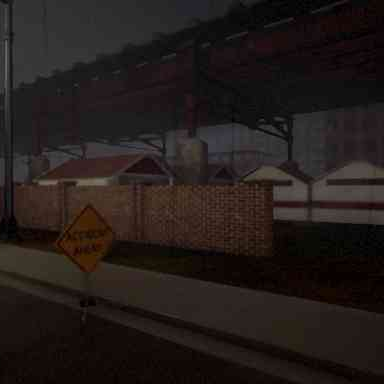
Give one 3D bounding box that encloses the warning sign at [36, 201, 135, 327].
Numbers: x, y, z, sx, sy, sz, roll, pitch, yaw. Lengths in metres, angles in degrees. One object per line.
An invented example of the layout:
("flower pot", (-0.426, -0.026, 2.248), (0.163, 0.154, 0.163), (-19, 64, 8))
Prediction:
("warning sign", (-1.844, 1.114, 5.860), (1.060, 1.860, 1.300), (0, 0, 36))
